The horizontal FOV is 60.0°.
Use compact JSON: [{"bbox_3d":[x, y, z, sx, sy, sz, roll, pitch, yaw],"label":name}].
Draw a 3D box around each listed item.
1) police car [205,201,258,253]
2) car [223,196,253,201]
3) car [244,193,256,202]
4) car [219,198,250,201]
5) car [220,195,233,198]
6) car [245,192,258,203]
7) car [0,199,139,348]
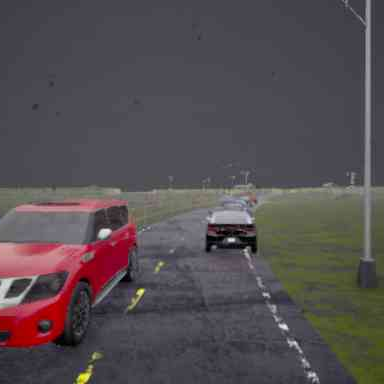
[{"bbox_3d":[1.582,1.386,13.721,1.930,1.638,5.238,0,0,6],"label":"police car"},{"bbox_3d":[4.044,1.383,29.168,1.882,1.535,5.008,0,0,12],"label":"car"},{"bbox_3d":[7.448,1.317,46.606,1.882,1.535,5.008,0,0,14],"label":"car"},{"bbox_3d":[2.917,1.432,23.367,1.837,1.490,4.892,0,0,10],"label":"car"},{"bbox_3d":[5.331,1.174,49.706,2.097,1.767,4.553,0,0,14],"label":"car"},{"bbox_3d":[9.944,1.022,56.620,2.150,2.045,5.566,0,0,14],"label":"car"},{"bbox_3d":[-2.570,1.197,6.668,2.150,2.045,5.566,0,0,3],"label":"car"}]
